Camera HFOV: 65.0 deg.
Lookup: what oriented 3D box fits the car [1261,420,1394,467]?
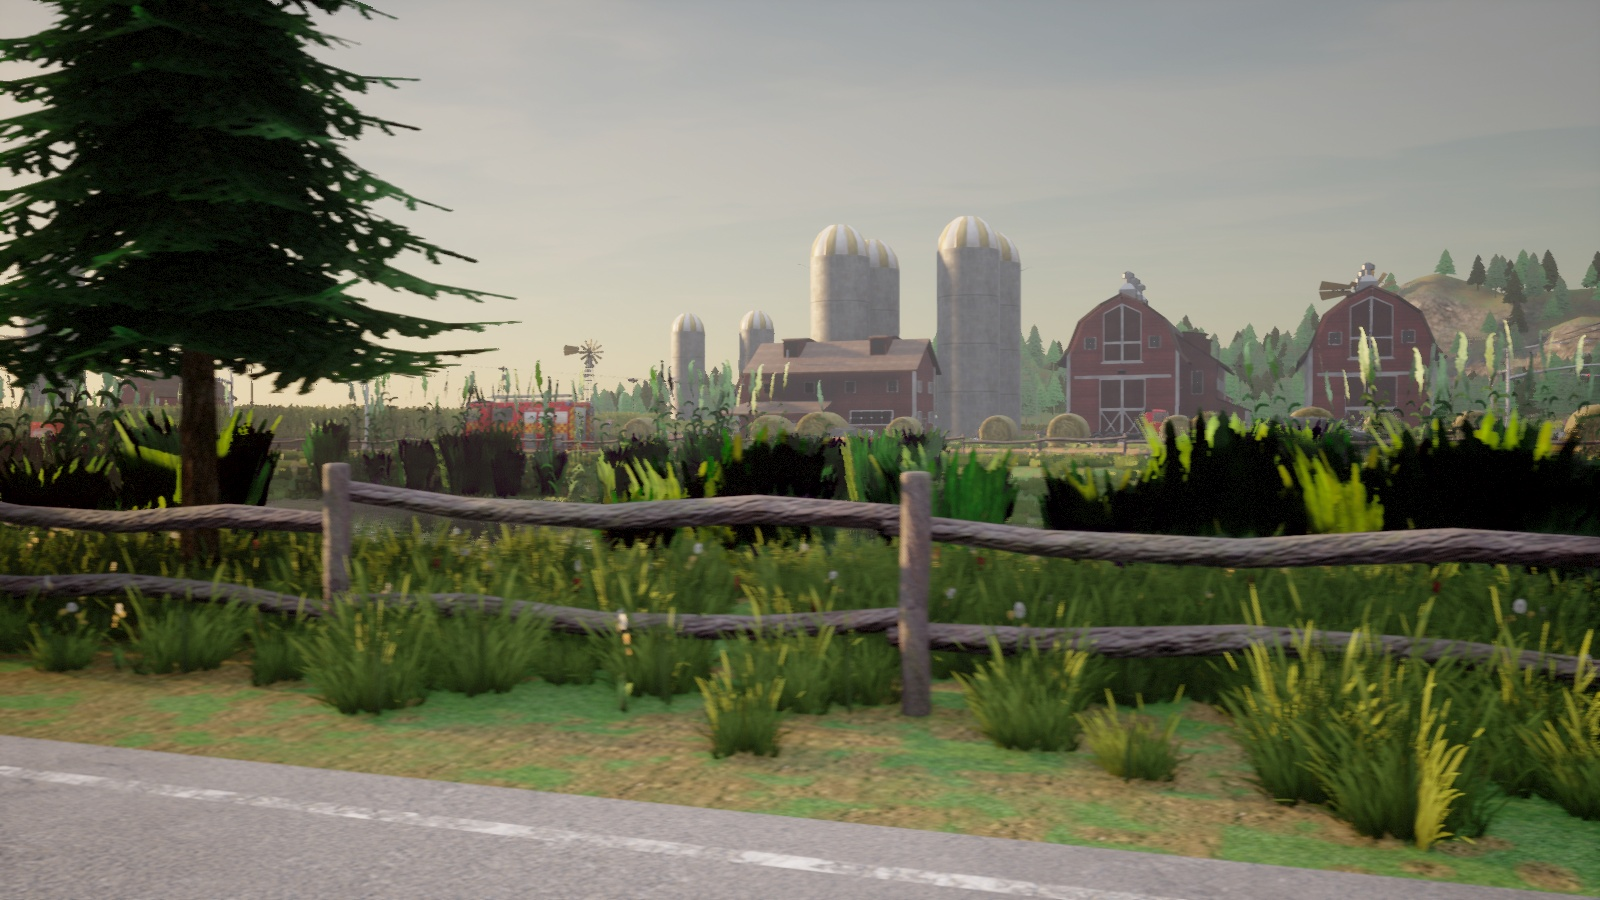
[{"bbox_3d":[24.305,-0.317,57.930,5.566,2.045,2.150,1,1,24],"label":"car"}]

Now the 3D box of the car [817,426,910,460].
[{"bbox_3d":[3.415,-0.403,67.327,4.553,1.767,2.097,1,1,24],"label":"car"}]

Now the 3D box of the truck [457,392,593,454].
[{"bbox_3d":[-17.688,-1.718,80.642,8.468,3.827,2.891,1,1,24],"label":"truck"}]
